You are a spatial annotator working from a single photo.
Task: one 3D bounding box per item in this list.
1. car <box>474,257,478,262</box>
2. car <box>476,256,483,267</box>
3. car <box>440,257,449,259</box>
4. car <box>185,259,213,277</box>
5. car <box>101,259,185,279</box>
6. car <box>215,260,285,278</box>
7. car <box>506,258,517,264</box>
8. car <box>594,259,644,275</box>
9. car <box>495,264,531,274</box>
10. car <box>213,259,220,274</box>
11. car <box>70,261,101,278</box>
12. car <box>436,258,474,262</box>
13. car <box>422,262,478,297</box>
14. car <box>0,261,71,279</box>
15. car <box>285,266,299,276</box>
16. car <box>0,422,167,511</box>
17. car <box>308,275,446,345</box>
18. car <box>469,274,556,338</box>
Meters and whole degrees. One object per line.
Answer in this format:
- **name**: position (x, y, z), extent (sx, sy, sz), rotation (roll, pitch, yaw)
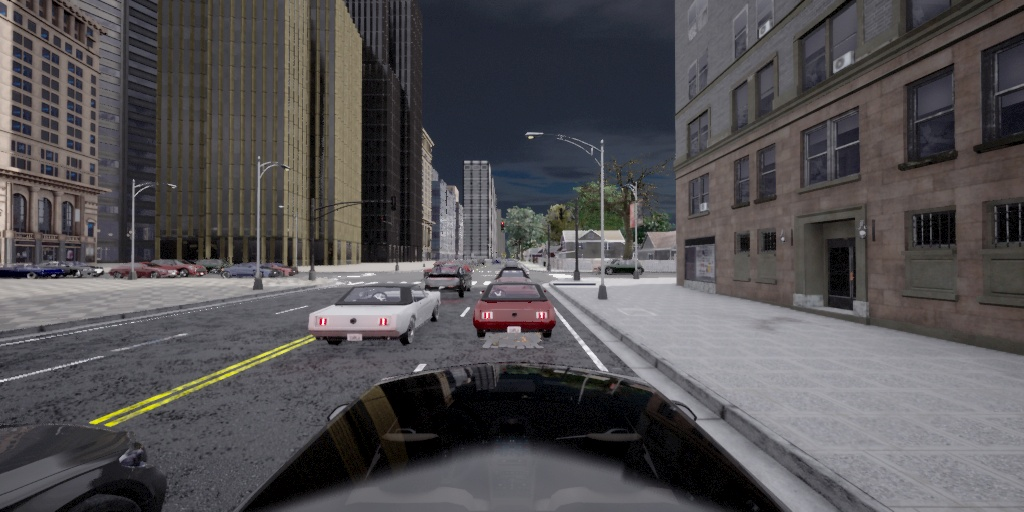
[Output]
- **car**: position (-6.771, 1.258, 54.447), extent (1.837, 1.490, 4.892), rotation (0, 0, 0)
- **car**: position (-6.779, 1.258, 64.586), extent (1.837, 1.490, 4.892), rotation (0, 0, 0)
- **car**: position (-10.020, 1.105, 52.619), extent (2.097, 1.767, 4.553), rotation (0, 0, 0)
- **car**: position (-31.516, 1.092, 33.683), extent (4.553, 1.767, 2.097), rotation (0, -1, -5)
- **car**: position (-31.216, 1.232, 30.449), extent (4.674, 1.442, 1.812), rotation (0, -1, -4)
- **car**: position (-22.543, 1.271, 30.983), extent (4.181, 1.385, 1.994), rotation (0, -1, -3)
- **car**: position (-0.089, 1.317, 56.403), extent (1.994, 1.385, 4.181), rotation (0, 0, 0)
- **car**: position (11.483, 1.125, 37.995), extent (4.553, 1.767, 2.097), rotation (0, -1, 0)
- **car**: position (0.038, 1.316, 18.940), extent (1.994, 1.385, 4.181), rotation (0, 0, 0)
- **car**: position (-34.333, 1.159, 40.181), extent (4.553, 1.767, 2.097), rotation (0, -1, -5)
- **car**: position (-40.587, 1.229, 32.886), extent (4.902, 1.511, 2.128), rotation (0, -1, -6)
- **car**: position (-5.407, 1.213, 29.697), extent (1.882, 1.535, 5.008), rotation (-2, -1, 23)
- **car**: position (-3.209, 1.243, 18.715), extent (2.128, 1.511, 4.902), rotation (0, 0, 0)
- **car**: position (-40.383, 1.305, 29.649), extent (4.718, 1.301, 1.895), rotation (0, -1, -6)
- **car**: position (-22.832, 1.304, 34.224), extent (4.181, 1.385, 1.994), rotation (0, -1, -3)
- **car**: position (-3.141, 1.275, 0.319), extent (1.812, 1.442, 4.674), rotation (0, 0, 0)
- **car**: position (-3.181, 1.352, 9.462), extent (1.895, 1.301, 4.718), rotation (0, 0, 0)
- **car**: position (0.052, 1.351, 10.183), extent (1.895, 1.301, 4.718), rotation (0, 0, 0)
